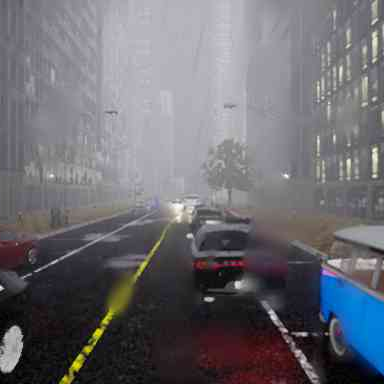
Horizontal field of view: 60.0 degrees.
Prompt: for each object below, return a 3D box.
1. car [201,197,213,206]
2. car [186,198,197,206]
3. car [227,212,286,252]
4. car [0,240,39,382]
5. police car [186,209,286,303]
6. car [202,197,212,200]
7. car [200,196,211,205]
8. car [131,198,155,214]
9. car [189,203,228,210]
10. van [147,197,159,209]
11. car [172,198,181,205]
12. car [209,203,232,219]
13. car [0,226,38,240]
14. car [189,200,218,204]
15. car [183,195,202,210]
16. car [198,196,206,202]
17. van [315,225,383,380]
[{"bbox_3d":[2.605,1.694,60.307,1.967,1.590,4.097,0,0,0],"label":"car"},{"bbox_3d":[-0.086,1.778,59.975,1.812,1.442,4.674,0,0,0],"label":"car"},{"bbox_3d":[2.669,1.651,14.766,1.802,1.307,4.206,0,0,0],"label":"car"},{"bbox_3d":[-3.104,1.518,2.678,1.837,1.490,4.892,0,0,0],"label":"car"},{"bbox_3d":[0.888,1.466,8.509,1.930,1.638,5.238,0,0,0],"label":"police car"},{"bbox_3d":[2.629,1.747,43.229,2.008,1.369,4.403,0,0,0],"label":"car"},{"bbox_3d":[2.597,1.711,65.999,1.967,1.590,4.097,0,0,0],"label":"car"},{"bbox_3d":[-5.744,1.725,37.528,2.008,1.369,4.403,0,0,0],"label":"car"},{"bbox_3d":[0.873,1.592,18.399,1.837,1.490,4.892,0,0,0],"label":"car"},{"bbox_3d":[-5.760,1.559,48.914,1.690,1.788,3.998,0,0,0],"label":"van"},{"bbox_3d":[-3.097,1.824,67.529,2.033,1.411,5.357,0,0,0],"label":"car"},{"bbox_3d":[2.645,1.731,31.844,1.802,1.307,4.206,0,0,0],"label":"car"},{"bbox_3d":[-5.704,1.625,9.065,1.802,1.307,4.206,0,0,0],"label":"car"},{"bbox_3d":[0.865,1.619,24.399,1.837,1.490,4.892,0,0,0],"label":"car"},{"bbox_3d":[-0.058,1.427,45.598,2.150,2.045,5.566,0,0,0],"label":"car"},{"bbox_3d":[2.565,1.880,88.768,1.887,1.381,4.507,0,0,0],"label":"car"},{"bbox_3d":[2.685,1.357,3.384,1.690,1.788,3.998,0,0,0],"label":"van"}]
